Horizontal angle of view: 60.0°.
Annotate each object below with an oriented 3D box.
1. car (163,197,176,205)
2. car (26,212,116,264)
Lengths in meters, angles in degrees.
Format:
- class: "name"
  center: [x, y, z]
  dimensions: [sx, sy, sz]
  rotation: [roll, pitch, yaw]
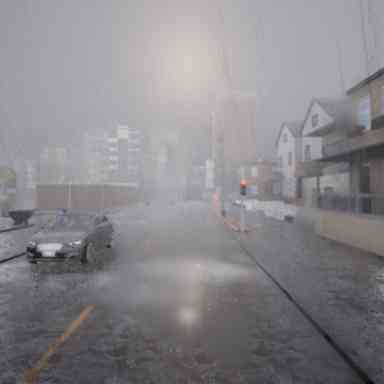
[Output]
- class: "car"
  center: [-4.028, 1.574, 58.964]
  dimensions: [1.812, 1.442, 4.674]
  rotation: [0, 0, 1]
- class: "car"
  center: [-4.064, 1.502, 11.928]
  dimensions: [2.128, 1.511, 4.902]
  rotation: [0, 0, 0]
